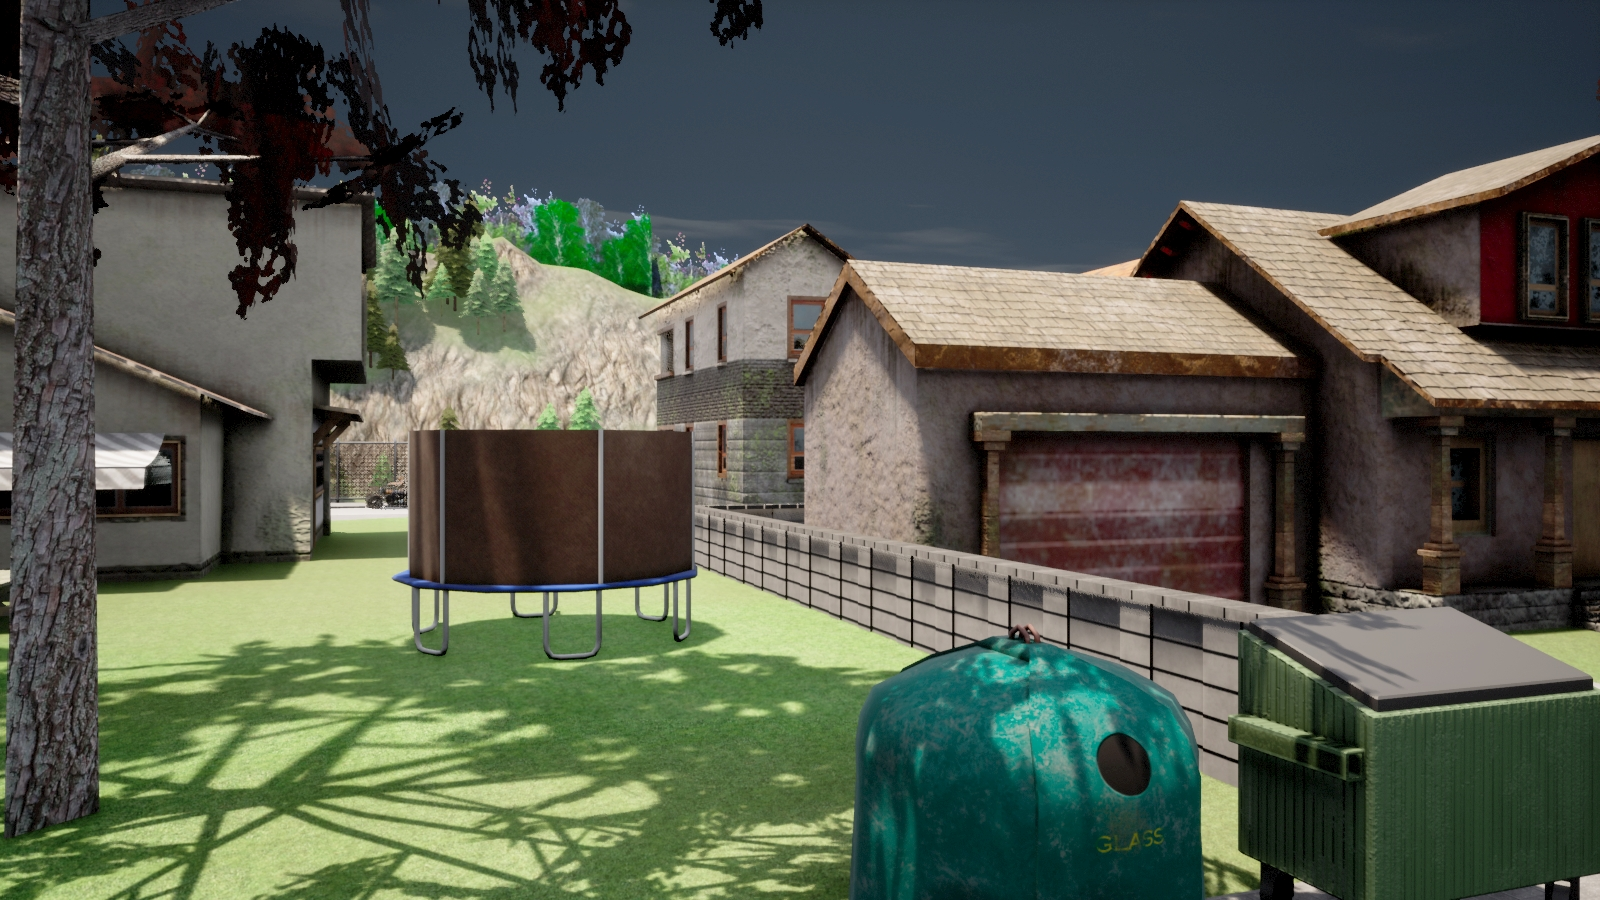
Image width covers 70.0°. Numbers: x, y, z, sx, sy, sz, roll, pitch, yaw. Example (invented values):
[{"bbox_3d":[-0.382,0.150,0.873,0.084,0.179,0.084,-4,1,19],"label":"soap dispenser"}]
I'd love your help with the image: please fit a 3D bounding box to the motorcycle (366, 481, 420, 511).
[{"bbox_3d":[-19.167,2.155,53.813,2.356,1.307,0.764,0,0,-20],"label":"motorcycle"}]
